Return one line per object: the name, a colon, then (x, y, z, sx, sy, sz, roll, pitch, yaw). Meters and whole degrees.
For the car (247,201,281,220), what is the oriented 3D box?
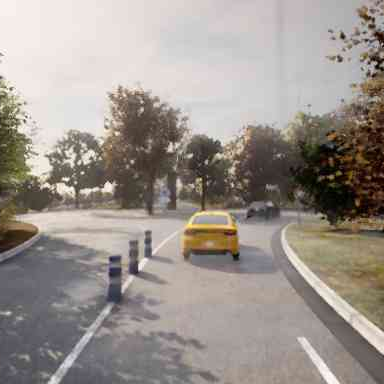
car: (6.877, 1.616, 31.488, 2.097, 1.767, 4.553, 0, -1, 30)

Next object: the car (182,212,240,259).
car: (0.778, 1.475, 12.642, 1.882, 1.535, 5.008, 0, -1, 5)
